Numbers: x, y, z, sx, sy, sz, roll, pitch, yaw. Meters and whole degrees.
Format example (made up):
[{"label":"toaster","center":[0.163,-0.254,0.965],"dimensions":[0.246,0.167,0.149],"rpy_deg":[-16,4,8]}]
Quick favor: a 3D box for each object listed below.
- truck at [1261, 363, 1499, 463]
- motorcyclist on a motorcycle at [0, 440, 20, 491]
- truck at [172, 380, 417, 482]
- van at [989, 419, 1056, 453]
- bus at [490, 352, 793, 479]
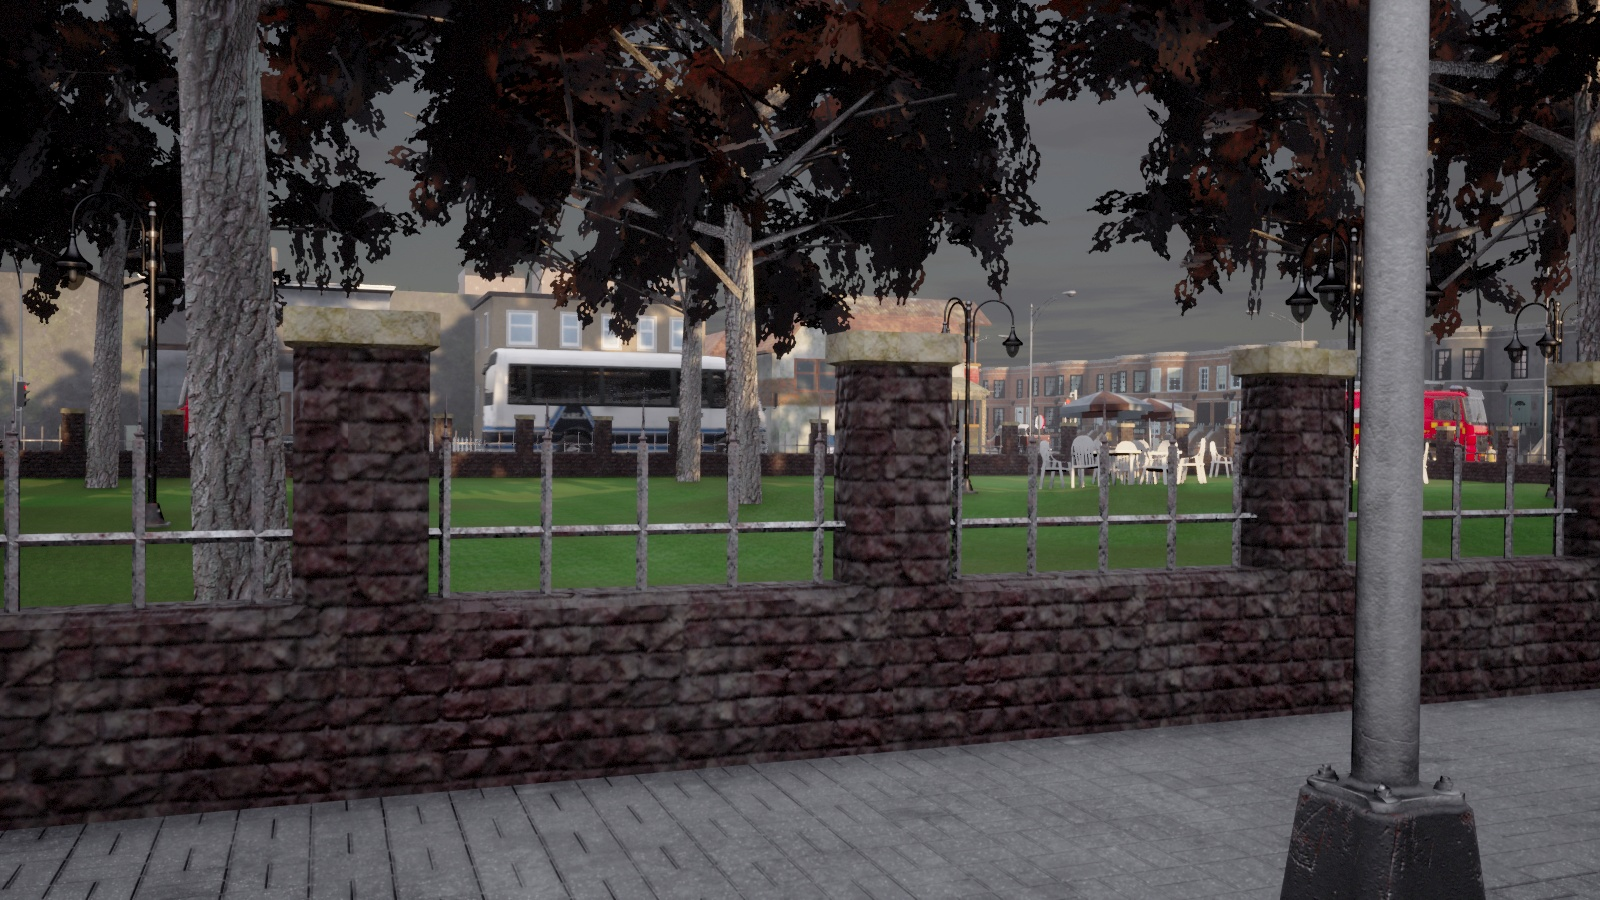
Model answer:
[{"label":"truck","center":[23.833,-1.468,51.938],"dimensions":[8.468,3.827,2.891],"rpy_deg":[0,1,40]},{"label":"motorcyclist on a motorcycle","center":[-25.203,0.481,38.334],"dimensions":[2.191,1.530,0.866],"rpy_deg":[-1,1,-21]},{"label":"truck","center":[-18.067,-0.726,45.333],"dimensions":[7.936,3.462,2.891],"rpy_deg":[-1,1,-20]},{"label":"van","center":[13.800,-0.896,78.038],"dimensions":[2.069,2.038,4.480],"rpy_deg":[-1,1,-21]},{"label":"bus","center":[-5.767,-1.259,45.700],"dimensions":[10.273,4.253,3.944],"rpy_deg":[-1,1,-21]}]
